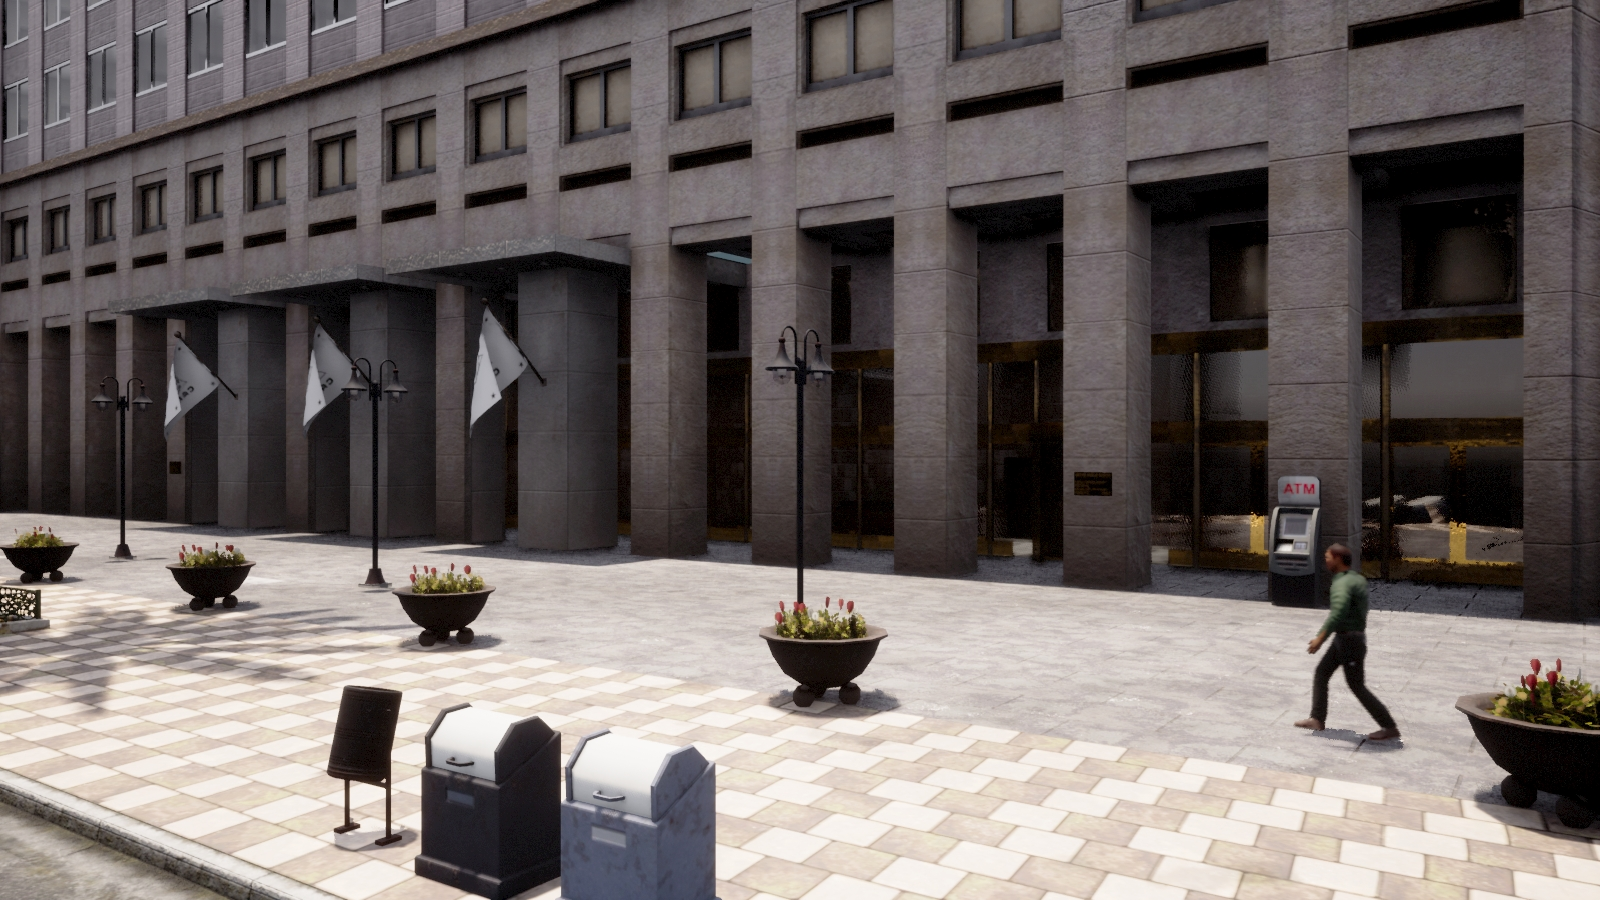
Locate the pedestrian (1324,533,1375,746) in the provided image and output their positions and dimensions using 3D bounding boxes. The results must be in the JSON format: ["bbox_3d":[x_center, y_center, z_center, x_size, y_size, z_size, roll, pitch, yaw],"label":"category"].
[{"bbox_3d":[5.013,1.703,10.418,0.375,1.860,0.375,0,0,33],"label":"pedestrian"}]
